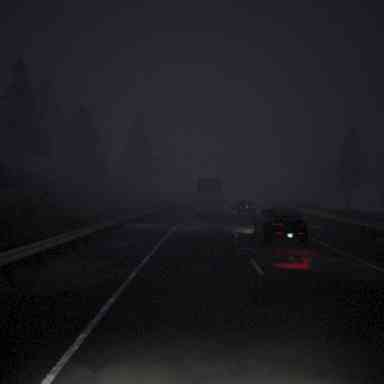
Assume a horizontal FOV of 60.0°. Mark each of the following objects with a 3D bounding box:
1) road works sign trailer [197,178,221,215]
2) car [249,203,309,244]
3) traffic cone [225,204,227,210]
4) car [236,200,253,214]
[{"bbox_3d":[1.760,0.418,33.441,2.380,3.560,2.880,0,0,7],"label":"road works sign trailer"},{"bbox_3d":[4.088,1.485,15.837,1.837,1.490,4.892,0,0,3],"label":"car"},{"bbox_3d":[4.058,1.901,40.220,0.340,0.580,0.340,0,0,7],"label":"traffic cone"},{"bbox_3d":[5.562,1.502,34.573,2.033,1.411,5.357,0,0,6],"label":"car"}]
